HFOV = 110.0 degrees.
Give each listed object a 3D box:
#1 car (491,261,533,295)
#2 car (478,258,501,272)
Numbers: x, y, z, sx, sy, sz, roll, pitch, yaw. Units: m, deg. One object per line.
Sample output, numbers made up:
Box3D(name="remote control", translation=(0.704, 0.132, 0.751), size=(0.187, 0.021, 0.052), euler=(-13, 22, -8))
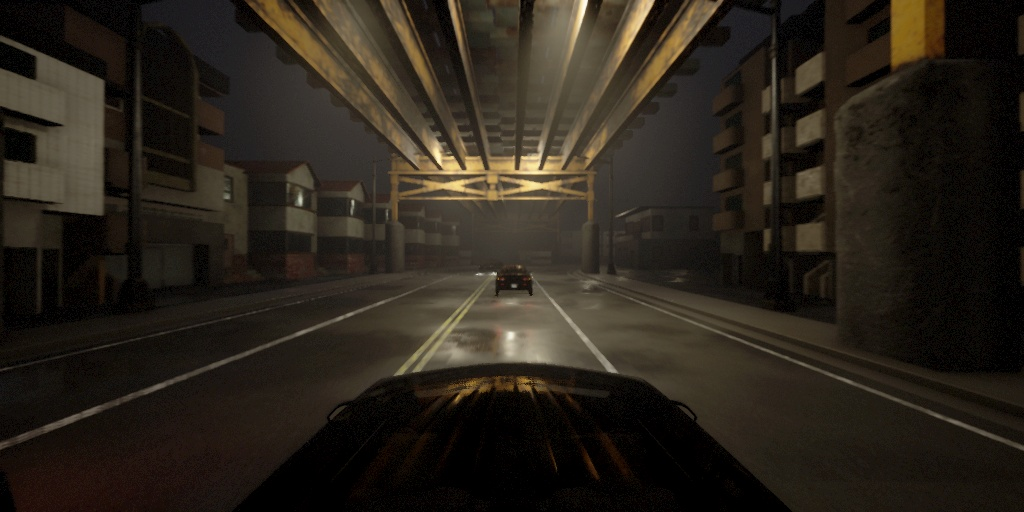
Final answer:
Box3D(name="car", translation=(0.082, 1.157, 18.555), size=(1.812, 1.442, 4.674), euler=(0, 0, 0))
Box3D(name="car", translation=(-2.383, 0.957, 40.710), size=(1.882, 1.535, 5.008), euler=(0, 0, 12))
